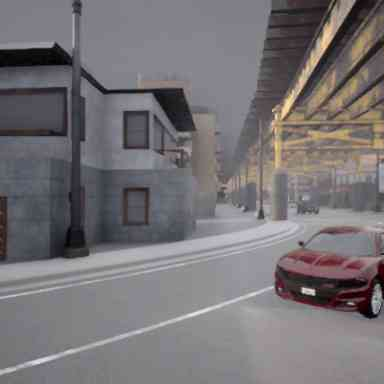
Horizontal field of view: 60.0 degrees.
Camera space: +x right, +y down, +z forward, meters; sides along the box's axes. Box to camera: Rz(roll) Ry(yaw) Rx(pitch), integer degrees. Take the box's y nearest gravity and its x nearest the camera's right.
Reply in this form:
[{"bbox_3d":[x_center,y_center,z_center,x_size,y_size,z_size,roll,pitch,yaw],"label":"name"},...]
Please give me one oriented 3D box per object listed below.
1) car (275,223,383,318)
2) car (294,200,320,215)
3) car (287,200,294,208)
[{"bbox_3d":[3.780,1.556,7.883,1.882,1.535,5.008,0,-1,42],"label":"car"},{"bbox_3d":[17.240,2.293,49.529,2.150,2.045,5.566,0,-1,5],"label":"car"},{"bbox_3d":[25.056,3.080,85.083,2.150,2.045,5.566,0,-1,5],"label":"car"}]
